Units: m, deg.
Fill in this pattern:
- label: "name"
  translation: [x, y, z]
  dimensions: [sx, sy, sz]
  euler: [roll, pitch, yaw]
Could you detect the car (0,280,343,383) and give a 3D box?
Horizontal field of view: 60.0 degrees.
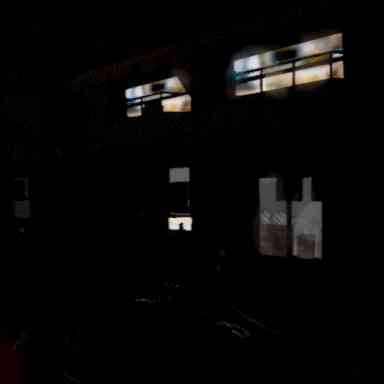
- label: "car"
  translation: [-0.680, 1.603, 3.361]
  dimensions: [4.206, 1.307, 1.802]
  euler: [-1, 0, 36]
